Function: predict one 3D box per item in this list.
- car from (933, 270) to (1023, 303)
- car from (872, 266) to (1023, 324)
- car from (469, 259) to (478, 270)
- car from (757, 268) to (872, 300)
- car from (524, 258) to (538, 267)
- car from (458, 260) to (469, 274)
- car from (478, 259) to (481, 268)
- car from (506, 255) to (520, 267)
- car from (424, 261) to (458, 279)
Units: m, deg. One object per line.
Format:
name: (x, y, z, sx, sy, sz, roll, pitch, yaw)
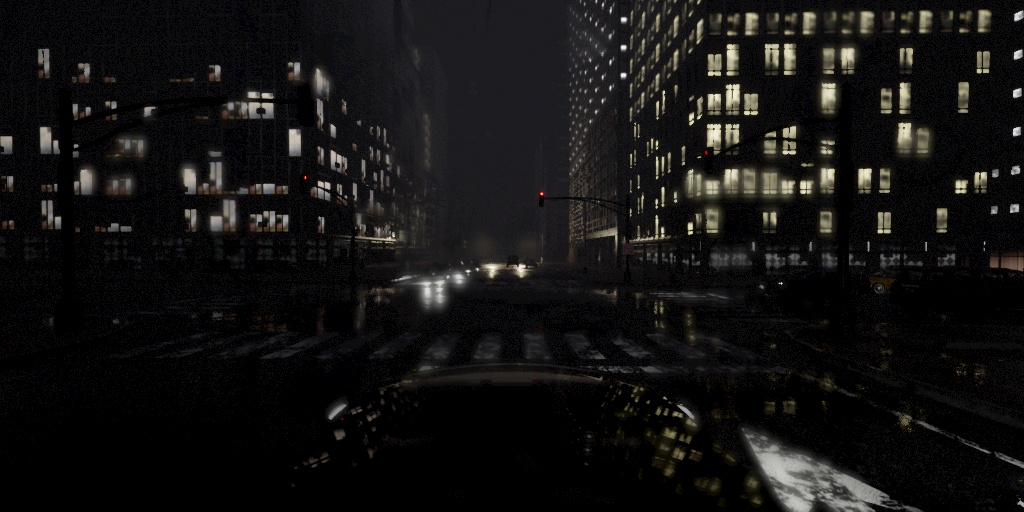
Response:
car: (25.103, 1.500, 18.046, 5.357, 1.411, 2.033, 0, 1, 1)
car: (16.215, 1.281, 12.439, 5.009, 1.841, 2.192, 0, 0, 1)
car: (-6.479, 1.263, 51.397, 2.033, 1.411, 5.357, 0, 0, 0)
car: (15.279, 1.357, 18.270, 4.902, 1.511, 2.128, 1, 1, 2)
car: (3.395, 1.228, 63.253, 1.812, 1.442, 4.674, 0, 0, 0)
car: (-6.510, 1.326, 41.626, 1.895, 1.301, 4.718, 0, 0, 0)
car: (-6.419, 1.182, 61.737, 1.882, 1.535, 5.008, 0, 0, 1)
car: (0.144, 0.925, 62.873, 2.150, 2.045, 5.566, 0, 0, 0)
car: (-6.533, 1.225, 32.344, 2.128, 1.511, 4.902, 0, 0, 0)
